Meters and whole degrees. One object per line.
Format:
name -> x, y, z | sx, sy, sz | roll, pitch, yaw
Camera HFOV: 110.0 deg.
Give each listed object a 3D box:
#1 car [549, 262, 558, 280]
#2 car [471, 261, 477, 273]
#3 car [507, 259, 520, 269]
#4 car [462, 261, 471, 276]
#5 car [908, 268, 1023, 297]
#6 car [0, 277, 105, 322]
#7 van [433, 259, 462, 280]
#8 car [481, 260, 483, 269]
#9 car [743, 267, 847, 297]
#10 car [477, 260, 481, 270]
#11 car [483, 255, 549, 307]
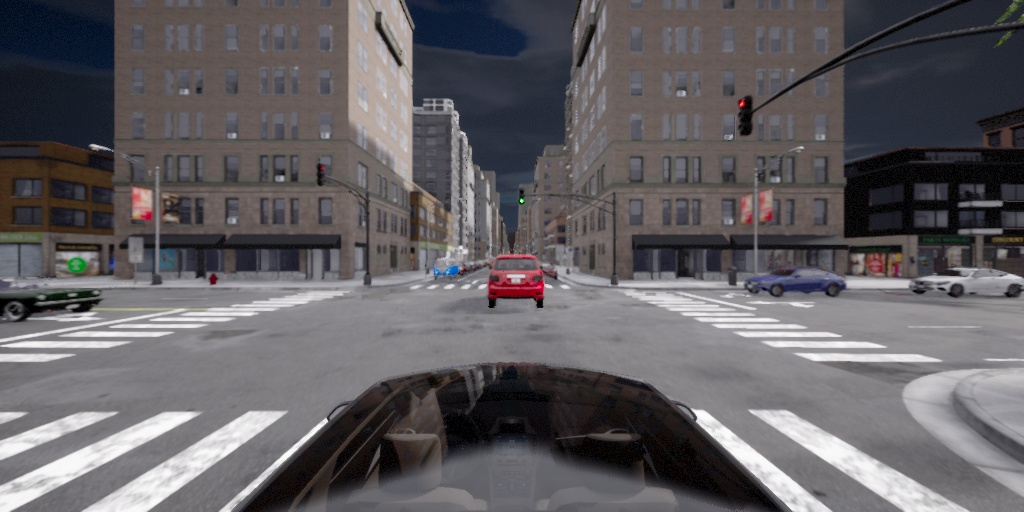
car -> 2.814, 1.213, 31.151 | 1.967, 1.591, 4.097 | 0, 0, 0
car -> -5.661, 1.348, 42.524 | 1.948, 1.339, 4.313 | 0, 0, 0
car -> 0.279, 1.286, 60.723 | 2.128, 1.511, 4.902 | 0, 0, 0
car -> -5.687, 1.218, 36.855 | 1.967, 1.591, 4.097 | 0, 0, 0
car -> 23.457, 1.319, 18.532 | 4.674, 1.442, 1.812 | 0, 0, 0
car -> -16.446, 1.333, 11.621 | 4.718, 1.301, 1.895 | 0, 0, 0
van -> -5.712, 1.114, 31.187 | 1.690, 1.789, 3.998 | 0, 0, 0
car -> -5.610, 1.356, 53.860 | 1.948, 1.339, 4.313 | 0, 0, 0
car -> 14.526, 1.303, 18.489 | 4.674, 1.442, 1.812 | 0, 0, -2
car -> -5.636, 1.368, 48.192 | 1.802, 1.307, 4.207 | 0, 0, 0
car -> 0.164, 0.981, 15.530 | 2.150, 2.045, 5.566 | 0, 0, 0
